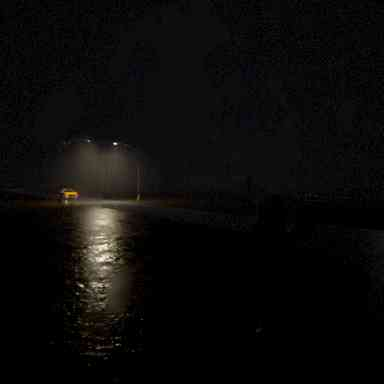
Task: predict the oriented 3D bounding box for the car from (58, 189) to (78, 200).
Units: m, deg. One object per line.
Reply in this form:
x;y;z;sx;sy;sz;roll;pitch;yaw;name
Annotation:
-18.678;0.276;49.908;1.882;1.535;5.008;0;2;-35;car
